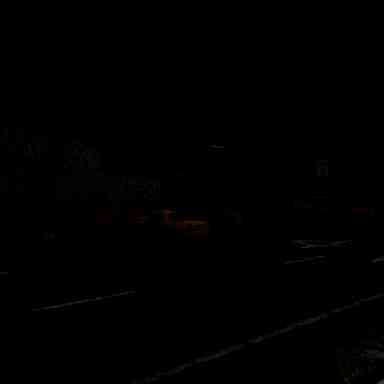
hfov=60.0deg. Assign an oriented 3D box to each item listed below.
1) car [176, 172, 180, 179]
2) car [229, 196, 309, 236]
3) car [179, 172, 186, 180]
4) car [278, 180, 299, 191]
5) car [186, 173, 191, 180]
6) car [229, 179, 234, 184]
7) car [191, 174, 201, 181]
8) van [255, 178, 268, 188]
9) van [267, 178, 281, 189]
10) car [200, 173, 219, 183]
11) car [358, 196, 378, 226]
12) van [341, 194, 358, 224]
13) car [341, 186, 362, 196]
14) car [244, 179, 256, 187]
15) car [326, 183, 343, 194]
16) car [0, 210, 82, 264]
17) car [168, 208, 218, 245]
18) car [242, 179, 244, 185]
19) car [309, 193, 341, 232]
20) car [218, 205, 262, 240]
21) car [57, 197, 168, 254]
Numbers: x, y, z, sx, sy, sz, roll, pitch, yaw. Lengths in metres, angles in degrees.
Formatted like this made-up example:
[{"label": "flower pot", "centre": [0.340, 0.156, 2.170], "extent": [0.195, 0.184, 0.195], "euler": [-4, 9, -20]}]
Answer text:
[{"label": "car", "centre": [-2.245, -4.367, 91.777], "extent": [2.435, 2.045, 5.566], "euler": [1, -1, 34]}, {"label": "car", "centre": [3.318, 1.260, 18.910], "extent": [5.566, 2.045, 2.435], "euler": [-1, -1, 35]}, {"label": "car", "centre": [-0.470, -4.090, 89.432], "extent": [2.185, 1.767, 4.553], "euler": [4, 1, 33]}, {"label": "car", "centre": [18.694, -0.997, 62.412], "extent": [2.231, 1.521, 4.892], "euler": [7, 3, 35]}, {"label": "car", "centre": [1.264, -3.855, 86.965], "extent": [2.185, 1.767, 4.553], "euler": [6, 3, 34]}, {"label": "car", "centre": [10.036, -2.322, 74.745], "extent": [2.002, 1.452, 4.674], "euler": [7, 3, 35]}, {"label": "car", "centre": [3.063, -3.703, 84.502], "extent": [2.435, 2.045, 5.566], "euler": [7, 3, 34]}, {"label": "van", "centre": [15.197, -1.769, 67.240], "extent": [1.878, 1.987, 4.442], "euler": [7, 4, 35]}, {"label": "van", "centre": [16.930, -1.496, 64.771], "extent": [1.878, 1.987, 4.442], "euler": [7, 4, 35]}, {"label": "car", "centre": [4.918, -3.181, 82.246], "extent": [1.946, 1.575, 5.366], "euler": [7, 3, 34]}, {"label": "car", "centre": [10.770, 1.400, 24.047], "extent": [4.553, 1.767, 2.185], "euler": [-1, -1, 35]}, {"label": "van", "centre": [8.364, 1.294, 22.293], "extent": [4.442, 1.987, 1.878], "euler": [-1, -1, 35]}, {"label": "car", "centre": [25.612, 0.132, 52.566], "extent": [2.002, 1.452, 4.674], "euler": [7, 3, 35]}, {"label": "car", "centre": [13.618, -1.817, 69.968], "extent": [1.946, 1.575, 5.366], "euler": [7, 3, 35]}, {"label": "car", "centre": [23.917, -0.431, 55.035], "extent": [2.435, 2.045, 5.566], "euler": [7, 3, 35]}, {"label": "car", "centre": [-6.468, 1.523, 11.935], "extent": [4.792, 1.488, 2.163], "euler": [-1, -1, 34]}, {"label": "car", "centre": [-1.710, 1.501, 15.516], "extent": [5.366, 1.575, 1.946], "euler": [-1, -1, 34]}, {"label": "car", "centre": [11.783, -2.048, 72.285], "extent": [2.002, 1.452, 4.674], "euler": [7, 3, 35]}, {"label": "car", "centre": [5.829, 1.265, 20.619], "extent": [5.566, 2.045, 2.435], "euler": [-1, -1, 35]}, {"label": "car", "centre": [0.894, 1.546, 17.148], "extent": [4.674, 1.452, 2.002], "euler": [-1, -1, 35]}, {"label": "car", "centre": [-4.027, 1.246, 13.685], "extent": [5.566, 2.045, 2.435], "euler": [-1, -1, 34]}]
